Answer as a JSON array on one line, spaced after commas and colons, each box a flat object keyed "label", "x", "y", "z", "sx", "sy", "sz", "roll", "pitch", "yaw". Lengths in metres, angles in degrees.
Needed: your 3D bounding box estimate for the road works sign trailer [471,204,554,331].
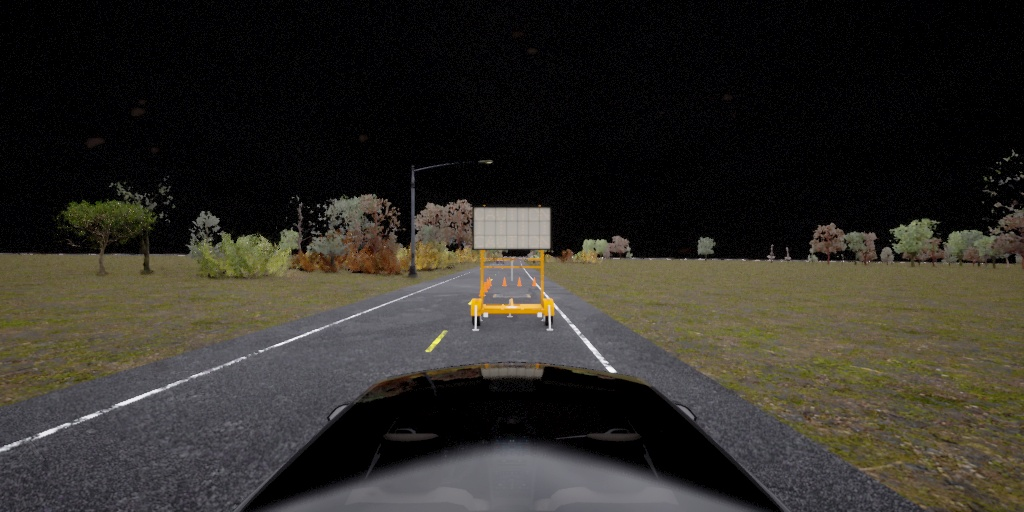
[{"label": "road works sign trailer", "x": 0.002, "y": 0.222, "z": 11.020, "sx": 2.380, "sy": 3.560, "sz": 2.880, "roll": 0, "pitch": 0, "yaw": -1}]
